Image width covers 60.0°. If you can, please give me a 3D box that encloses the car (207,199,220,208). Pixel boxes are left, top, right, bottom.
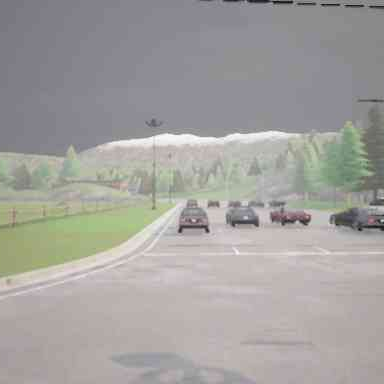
[{"bbox_3d":[3.512,1.807,54.404,1.882,1.535,5.008,0,0,0],"label":"car"}]

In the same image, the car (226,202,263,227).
[{"bbox_3d":[3.603,1.712,24.345,1.994,1.385,4.181,0,0,0],"label":"car"}]

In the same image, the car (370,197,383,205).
[{"bbox_3d":[14.104,1.363,23.368,2.150,2.045,5.566,0,0,0],"label":"car"}]

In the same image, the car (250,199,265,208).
[{"bbox_3d":[10.512,1.876,54.340,2.033,1.411,5.357,0,0,0],"label":"car"}]

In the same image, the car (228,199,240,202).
[{"bbox_3d":[7.012,1.857,54.747,1.812,1.442,4.674,0,0,0],"label":"car"}]

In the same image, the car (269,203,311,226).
[{"bbox_3d":[7.104,1.750,24.614,1.895,1.301,4.718,0,0,0],"label":"car"}]

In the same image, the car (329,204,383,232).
[{"bbox_3d":[10.602,1.675,21.032,2.033,1.411,5.357,0,0,0],"label":"car"}]

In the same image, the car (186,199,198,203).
[{"bbox_3d":[0.012,1.822,54.484,2.128,1.511,4.902,0,0,0],"label":"car"}]

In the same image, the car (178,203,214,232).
[{"bbox_3d":[0.103,1.676,21.072,2.033,1.411,5.357,0,0,0],"label":"car"}]

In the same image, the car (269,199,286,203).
[{"bbox_3d":[14.012,1.808,54.610,1.882,1.535,5.008,0,0,0],"label":"car"}]
